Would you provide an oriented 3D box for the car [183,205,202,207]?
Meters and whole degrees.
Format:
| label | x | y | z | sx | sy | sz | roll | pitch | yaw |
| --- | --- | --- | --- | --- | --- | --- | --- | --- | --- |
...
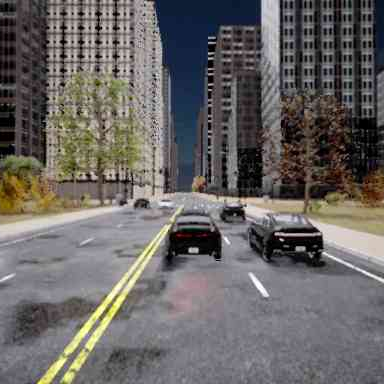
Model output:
| label | x | y | z | sx | sy | sz | roll | pitch | yaw |
| --- | --- | --- | --- | --- | --- | --- | --- | --- | --- |
| car | 0.053 | 1.646 | 26.387 | 1.895 | 1.301 | 4.718 | 0 | 0 | 0 |

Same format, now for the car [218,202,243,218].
| label | x | y | z | sx | sy | sz | roll | pitch | yaw |
| --- | --- | --- | --- | --- | --- | --- | --- | --- | --- |
| car | 3.309 | 1.539 | 27.823 | 2.128 | 1.511 | 4.902 | 0 | 0 | 0 |

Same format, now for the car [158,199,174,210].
| label | x | y | z | sx | sy | sz | roll | pitch | yaw |
| --- | --- | --- | --- | --- | --- | --- | --- | --- | --- |
| car | -3.339 | 1.588 | 43.280 | 1.812 | 1.442 | 4.674 | 0 | 0 | 0 |

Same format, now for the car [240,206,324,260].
| label | x | y | z | sx | sy | sz | roll | pitch | yaw |
| --- | --- | --- | --- | --- | --- | --- | --- | --- | --- |
| car | 3.312 | 1.516 | 12.521 | 2.128 | 1.511 | 4.902 | 0 | 0 | 0 |

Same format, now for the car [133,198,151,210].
| label | x | y | z | sx | sy | sz | roll | pitch | yaw |
| --- | --- | --- | --- | --- | --- | --- | --- | --- | --- |
| car | -6.583 | 1.569 | 44.110 | 1.837 | 1.490 | 4.892 | 0 | 0 | 0 |

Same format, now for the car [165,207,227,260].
| label | x | y | z | sx | sy | sz | roll | pitch | yaw |
| --- | --- | --- | --- | --- | --- | --- | --- | --- | --- |
| car | 0.062 | 1.528 | 12.419 | 1.837 | 1.490 | 4.892 | 0 | 0 | 0 |
